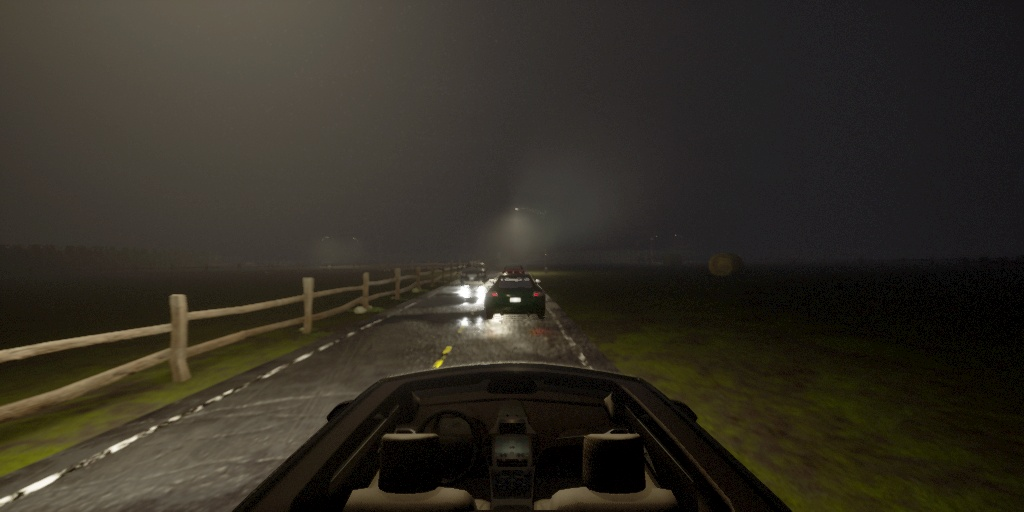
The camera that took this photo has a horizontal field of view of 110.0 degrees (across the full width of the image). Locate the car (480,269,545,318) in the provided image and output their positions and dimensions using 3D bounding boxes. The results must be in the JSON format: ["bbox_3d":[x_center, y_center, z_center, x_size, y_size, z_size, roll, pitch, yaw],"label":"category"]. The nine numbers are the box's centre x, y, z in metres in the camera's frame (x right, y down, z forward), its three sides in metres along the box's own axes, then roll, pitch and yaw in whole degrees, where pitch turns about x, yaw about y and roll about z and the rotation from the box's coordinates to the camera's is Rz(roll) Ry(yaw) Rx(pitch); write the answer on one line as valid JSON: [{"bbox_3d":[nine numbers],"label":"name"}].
[{"bbox_3d":[0.102,1.325,13.049,1.994,1.385,4.181,0,0,0],"label":"car"}]

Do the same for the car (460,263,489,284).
[{"bbox_3d":[-2.731,1.262,26.876,2.128,1.511,4.902,0,0,0],"label":"car"}]

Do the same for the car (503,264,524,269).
[{"bbox_3d":[0.125,1.381,31.272,1.895,1.301,4.718,0,0,0],"label":"car"}]
